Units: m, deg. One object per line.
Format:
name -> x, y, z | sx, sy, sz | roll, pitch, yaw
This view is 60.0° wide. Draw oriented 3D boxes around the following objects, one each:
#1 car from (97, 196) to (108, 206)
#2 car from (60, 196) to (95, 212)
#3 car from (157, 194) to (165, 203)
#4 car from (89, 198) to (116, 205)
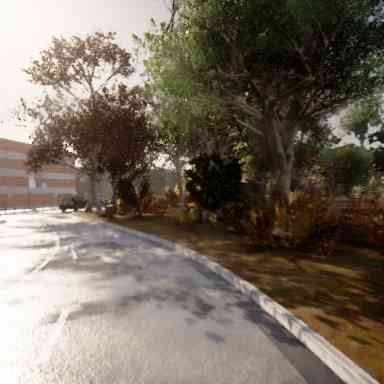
car -> -20.110, 1.775, 65.510 | 5.566, 2.045, 2.435 | 0, 0, 10
car -> -15.911, 1.612, 45.837 | 2.150, 2.045, 5.566 | 0, 0, 11
car -> -7.199, 1.684, 66.302 | 5.566, 2.045, 2.435 | 0, 0, 10
car -> -19.097, 2.045, 71.070 | 5.008, 1.535, 2.097 | 0, 0, 10
